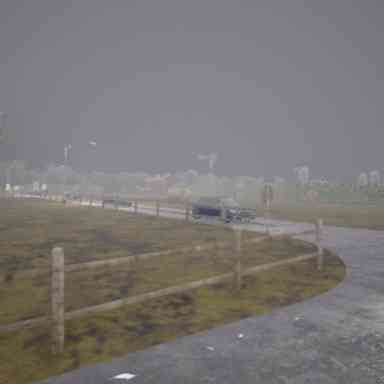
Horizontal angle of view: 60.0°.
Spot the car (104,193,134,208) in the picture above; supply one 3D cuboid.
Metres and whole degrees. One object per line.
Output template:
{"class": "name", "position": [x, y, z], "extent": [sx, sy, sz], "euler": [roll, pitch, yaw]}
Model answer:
{"class": "car", "position": [-8.010, 0.878, 36.155], "extent": [1.837, 1.490, 4.892], "euler": [1, 1, -36]}

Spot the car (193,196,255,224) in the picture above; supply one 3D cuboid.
{"class": "car", "position": [2.046, 1.061, 22.089], "extent": [2.097, 1.767, 4.553], "euler": [1, 1, -36]}

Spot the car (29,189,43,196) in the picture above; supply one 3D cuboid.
{"class": "car", "position": [-39.461, 0.002, 84.777], "extent": [2.097, 1.767, 4.553], "euler": [1, 0, -33]}

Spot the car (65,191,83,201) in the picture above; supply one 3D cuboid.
{"class": "car", "position": [-18.049, 0.588, 50.355], "extent": [1.837, 1.490, 4.892], "euler": [1, 0, -36]}
